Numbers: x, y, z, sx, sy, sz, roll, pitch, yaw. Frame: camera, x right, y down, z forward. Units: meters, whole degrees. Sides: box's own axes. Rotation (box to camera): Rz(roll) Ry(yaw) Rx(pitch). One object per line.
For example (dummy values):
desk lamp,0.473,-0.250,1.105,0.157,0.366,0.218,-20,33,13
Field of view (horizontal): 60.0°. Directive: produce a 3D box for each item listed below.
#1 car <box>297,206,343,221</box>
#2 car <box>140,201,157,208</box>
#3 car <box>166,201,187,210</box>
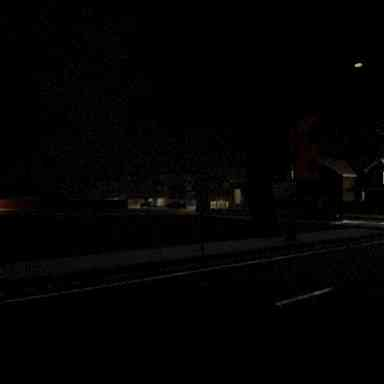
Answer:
car,12.167,2.015,31.959,1.994,1.385,4.181,0,0,-34
car,-8.722,2.461,66.657,1.994,1.385,4.181,0,0,-35
car,-2.707,2.258,58.155,2.128,1.511,4.902,0,0,-34
